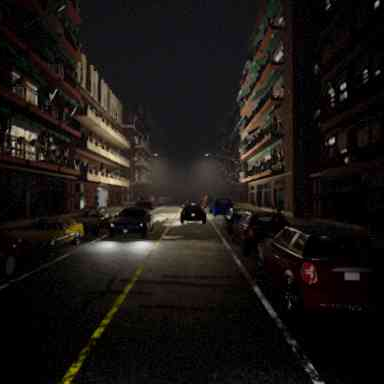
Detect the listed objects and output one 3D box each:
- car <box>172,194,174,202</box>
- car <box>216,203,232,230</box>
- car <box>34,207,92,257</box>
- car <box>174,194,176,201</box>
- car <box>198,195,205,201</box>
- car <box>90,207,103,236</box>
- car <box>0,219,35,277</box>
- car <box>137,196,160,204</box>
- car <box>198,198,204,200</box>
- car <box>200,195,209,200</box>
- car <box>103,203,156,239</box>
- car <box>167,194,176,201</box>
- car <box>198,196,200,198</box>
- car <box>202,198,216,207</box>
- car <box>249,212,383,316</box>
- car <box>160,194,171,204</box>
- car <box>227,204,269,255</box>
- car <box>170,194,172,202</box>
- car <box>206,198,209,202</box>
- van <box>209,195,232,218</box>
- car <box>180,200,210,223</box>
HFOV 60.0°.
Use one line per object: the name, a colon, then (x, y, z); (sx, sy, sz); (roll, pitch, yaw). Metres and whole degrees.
car: (-5.687, 1.677, 75.537); (1.887, 1.381, 4.507); (1, 0, 0)
car: (2.700, 1.579, 18.882); (2.008, 1.369, 4.403); (1, 0, 0)
car: (-5.679, 1.545, 13.090); (1.752, 1.417, 4.829); (1, 0, 0)
car: (-5.686, 1.584, 81.200); (1.967, 1.590, 4.097); (1, 0, 0)
car: (2.693, 1.693, 92.656); (1.752, 1.417, 4.829); (1, 0, 0)
car: (-5.680, 1.553, 18.751); (1.752, 1.417, 4.829); (1, 0, 0)
car: (-5.679, 1.556, 7.599); (1.887, 1.381, 4.507); (1, 0, 0)
car: (-5.680, 1.382, 41.568); (2.192, 1.841, 5.009); (1, 0, 0)
car: (0.092, 1.665, 39.751); (1.895, 1.301, 4.718); (0, 0, 0)
car: (2.700, 1.393, 47.191); (2.192, 1.841, 5.009); (1, 0, 0)
car: (-3.102, 1.552, 17.816); (1.812, 1.442, 4.674); (0, 0, 0)
car: (-5.685, 1.483, 92.524); (2.192, 1.841, 5.009); (1, 0, 0)
car: (2.695, 1.660, 64.176); (2.008, 1.369, 4.403); (1, 0, 0)
car: (2.696, 1.654, 52.853); (1.947, 1.339, 4.313); (1, 0, 0)
car: (2.703, 1.452, 7.560); (1.967, 1.590, 4.097); (1, 0, 0)
car: (-5.686, 1.660, 64.214); (2.008, 1.369, 4.403); (1, 0, 0)
car: (2.702, 1.460, 13.220); (1.967, 1.590, 4.097); (1, 0, 0)
car: (-5.687, 1.646, 69.707); (1.752, 1.417, 4.829); (1, 0, 0)
car: (2.697, 1.639, 35.867); (1.802, 1.307, 4.206); (1, 0, 0)
van: (2.701, 1.388, 30.206); (1.690, 1.788, 3.998); (1, 0, 0)
car: (0.090, 1.604, 25.722); (1.994, 1.385, 4.181); (0, 0, 0)
